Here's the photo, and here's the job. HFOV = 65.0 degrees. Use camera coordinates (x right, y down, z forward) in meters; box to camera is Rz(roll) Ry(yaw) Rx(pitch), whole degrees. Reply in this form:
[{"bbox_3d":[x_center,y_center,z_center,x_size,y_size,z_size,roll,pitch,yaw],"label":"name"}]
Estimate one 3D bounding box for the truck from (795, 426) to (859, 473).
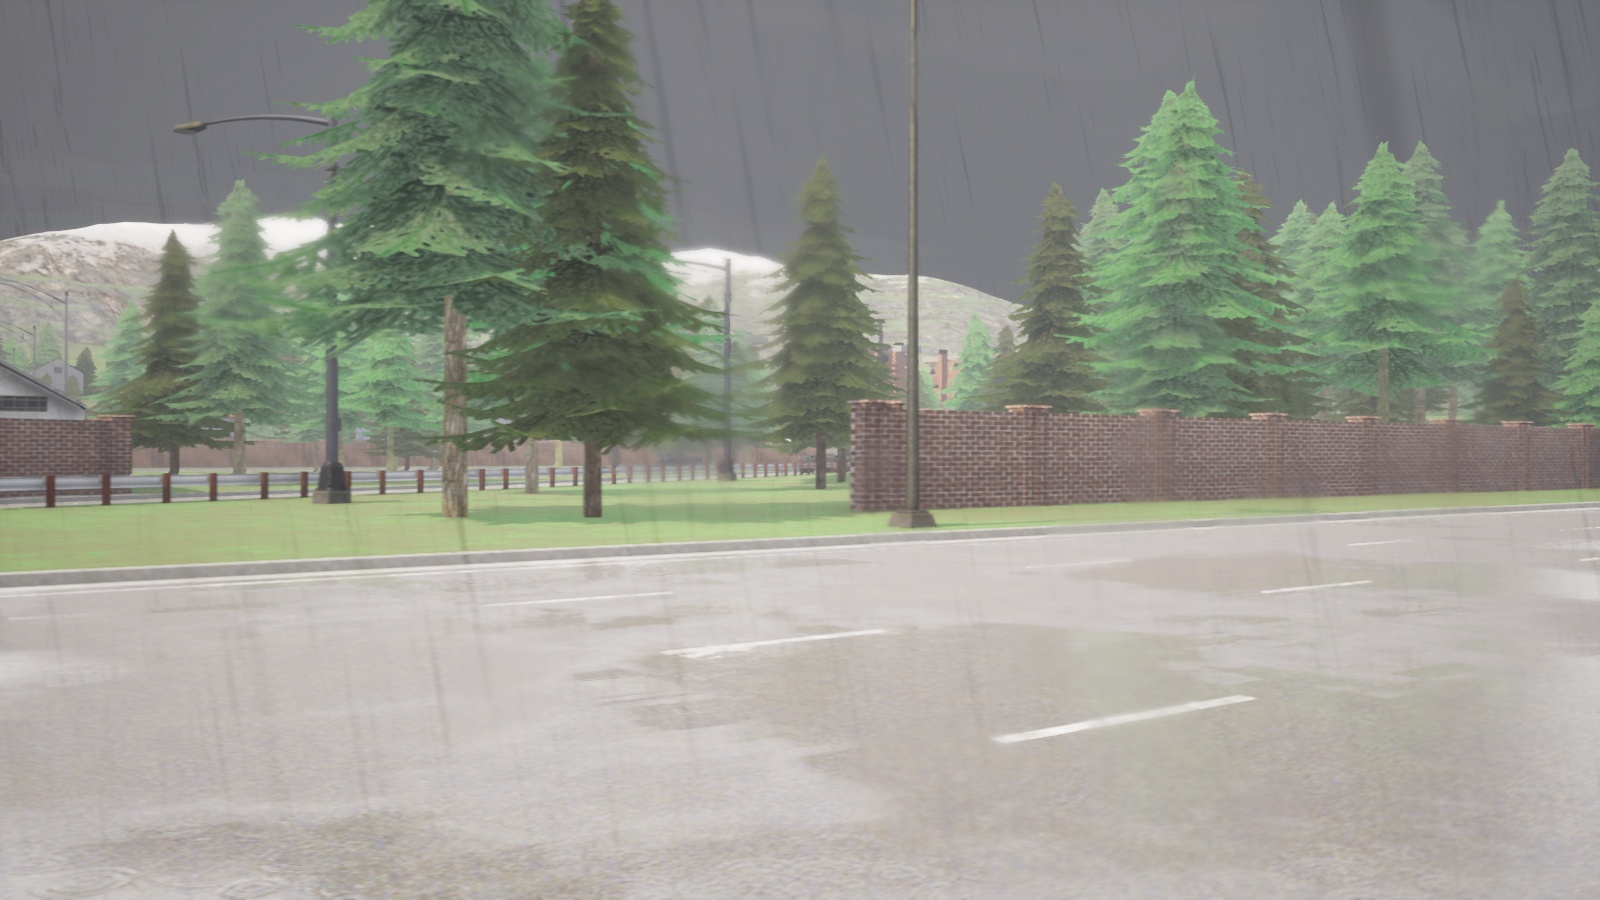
[{"bbox_3d":[2.151,-0.005,96.609,2.891,3.462,7.936,0,0,17],"label":"truck"}]
